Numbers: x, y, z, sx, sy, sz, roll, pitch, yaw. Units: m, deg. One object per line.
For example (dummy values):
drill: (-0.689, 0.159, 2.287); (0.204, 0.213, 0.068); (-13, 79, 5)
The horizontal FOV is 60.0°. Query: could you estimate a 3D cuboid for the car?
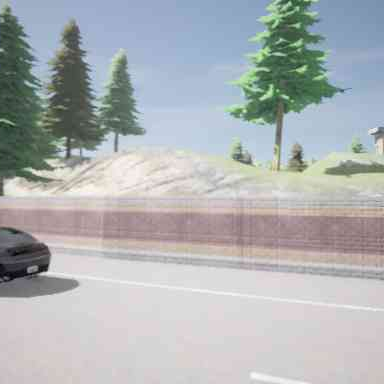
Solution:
car: (-6.178, 1.693, 9.281); (4.892, 1.490, 1.837); (0, -1, 24)
